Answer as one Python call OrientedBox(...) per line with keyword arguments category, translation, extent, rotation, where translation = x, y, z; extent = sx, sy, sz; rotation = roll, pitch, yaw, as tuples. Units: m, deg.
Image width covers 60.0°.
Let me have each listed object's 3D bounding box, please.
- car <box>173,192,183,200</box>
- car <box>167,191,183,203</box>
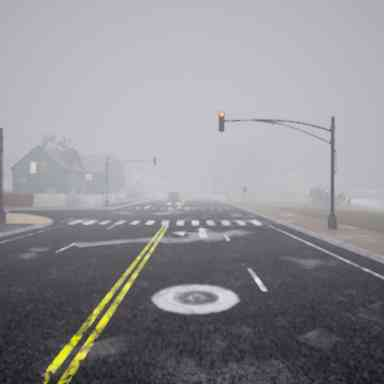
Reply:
OrientedBox(category="car", translation=(-3.240, 0.885, 79.178), extent=(2.097, 1.767, 4.553), rotation=(0, 0, 0))
OrientedBox(category="car", translation=(-3.242, 0.901, 59.790), extent=(2.150, 2.045, 5.566), rotation=(0, 2, 0))
